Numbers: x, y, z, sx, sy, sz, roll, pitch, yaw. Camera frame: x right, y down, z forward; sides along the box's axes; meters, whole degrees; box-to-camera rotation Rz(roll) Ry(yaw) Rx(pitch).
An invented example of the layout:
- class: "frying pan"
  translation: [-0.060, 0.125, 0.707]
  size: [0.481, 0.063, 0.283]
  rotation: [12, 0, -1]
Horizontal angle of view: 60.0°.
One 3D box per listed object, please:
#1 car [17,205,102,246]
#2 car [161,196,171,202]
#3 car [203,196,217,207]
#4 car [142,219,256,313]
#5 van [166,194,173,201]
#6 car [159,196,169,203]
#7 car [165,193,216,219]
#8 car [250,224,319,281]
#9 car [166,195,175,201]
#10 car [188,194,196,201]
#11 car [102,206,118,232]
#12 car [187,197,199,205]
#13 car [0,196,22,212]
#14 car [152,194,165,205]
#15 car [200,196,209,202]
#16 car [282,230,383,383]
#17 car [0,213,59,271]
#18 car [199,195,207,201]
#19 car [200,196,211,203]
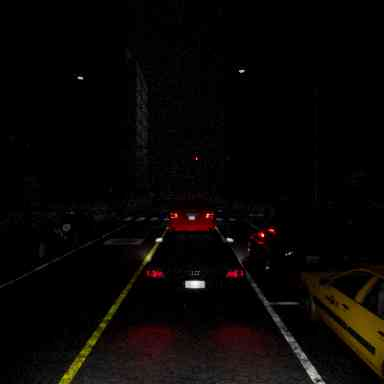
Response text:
- class: "car"
  translation: [-5.766, 1.441, 15.075]
  size: [1.967, 1.590, 4.097]
  rotation: [0, 0, 0]
- class: "car"
  translation: [-5.776, 1.549, 74.083]
  size: [1.752, 1.417, 4.829]
  rotation: [0, 0, 0]
- class: "car"
  translation: [2.753, 1.452, 52.504]
  size: [1.967, 1.590, 4.097]
  rotation: [0, 0, 0]
- class: "car"
  translation: [0.058, 1.564, 7.749]
  size: [1.994, 1.385, 4.181]
  rotation: [0, 0, 0]
- class: "van"
  translation: [-5.778, 1.372, 85.128]
  size: [1.690, 1.788, 3.998]
  rotation: [0, 0, 0]
- class: "car"
  translation: [-5.775, 1.602, 68.815]
  size: [1.802, 1.307, 4.206]
  rotation: [0, 0, 0]
- class: "car"
  translation: [0.000, 1.223, 17.169]
  size: [2.150, 2.045, 5.566]
  rotation: [0, 0, 0]
- class: "car"
  translation: [2.760, 1.566, 9.622]
  size: [1.947, 1.339, 4.313]
  rotation: [0, 0, 0]
- class: "car"
  translation: [-5.778, 1.586, 90.566]
  size: [2.008, 1.369, 4.403]
  rotation: [0, 0, 0]
- class: "car"
  translation: [-0.015, 1.389, 89.001]
  size: [2.097, 1.767, 4.553]
  rotation: [0, 0, 0]
- class: "car"
  translation: [-5.767, 1.527, 20.362]
  size: [1.752, 1.417, 4.829]
  rotation: [0, 0, 0]
- class: "car"
  translation: [0.096, 1.562, 58.773]
  size: [2.033, 1.411, 5.357]
  rotation: [0, 0, 0]
- class: "car"
  translation: [-17.924, 1.171, 31.989]
  size: [4.902, 1.511, 2.128]
  rotation: [1, 0, 0]
- class: "car"
  translation: [-5.773, 1.329, 57.940]
  size: [2.192, 1.841, 5.009]
  rotation: [0, 0, 0]
- class: "car"
  translation: [2.750, 1.568, 74.254]
  size: [1.887, 1.381, 4.507]
  rotation: [0, 0, 0]
- class: "car"
  translation: [2.761, 1.525, 4.335]
  size: [1.752, 1.417, 4.829]
  rotation: [0, 0, 0]
- class: "car"
  translation: [-5.765, 1.545, 9.618]
  size: [1.887, 1.381, 4.507]
  rotation: [0, 0, 0]
- class: "car"
  translation: [2.748, 1.556, 85.299]
  size: [1.752, 1.417, 4.829]
  rotation: [0, 0, 0]
- class: "car"
  translation: [2.751, 1.571, 68.816]
  size: [2.008, 1.369, 4.403]
  rotation: [0, 0, 0]
